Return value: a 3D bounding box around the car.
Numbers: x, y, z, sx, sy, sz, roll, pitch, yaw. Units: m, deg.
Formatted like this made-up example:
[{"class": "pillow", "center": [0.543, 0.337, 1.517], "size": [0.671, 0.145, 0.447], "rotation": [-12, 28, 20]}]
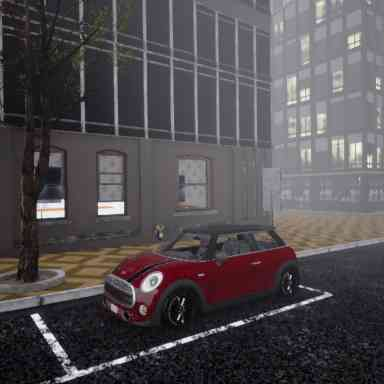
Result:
[{"class": "car", "center": [0.295, 1.439, 6.800], "size": [4.097, 1.590, 1.967], "rotation": [0, -1, -36]}]
